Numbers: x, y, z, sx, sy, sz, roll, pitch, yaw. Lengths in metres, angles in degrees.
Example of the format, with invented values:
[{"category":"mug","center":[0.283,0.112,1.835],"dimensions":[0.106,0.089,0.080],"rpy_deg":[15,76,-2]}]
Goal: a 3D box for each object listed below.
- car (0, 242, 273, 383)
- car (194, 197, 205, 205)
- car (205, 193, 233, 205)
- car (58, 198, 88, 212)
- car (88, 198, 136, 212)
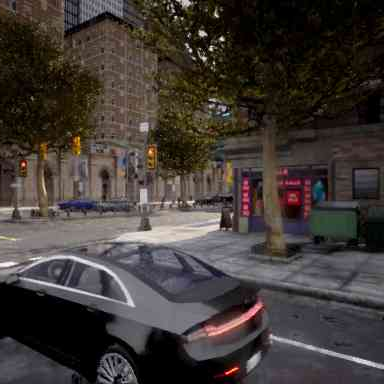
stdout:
[{"category":"car","center":[-1.310,1.496,4.816],"dimensions":[4.902,1.511,2.128],"rpy_deg":[0,0,37]},{"category":"car","center":[2.510,1.546,60.215],"dimensions":[2.033,1.411,5.357],"rpy_deg":[0,0,36]},{"category":"car","center":[5.162,1.222,57.912],"dimensions":[2.150,2.045,5.566],"rpy_deg":[0,0,36]},{"category":"car","center":[-13.091,1.476,38.640],"dimensions":[1.882,1.535,5.008],"rpy_deg":[0,0,36]},{"category":"car","center":[-9.110,1.599,38.177],"dimensions":[1.895,1.301,4.718],"rpy_deg":[0,0,36]}]
